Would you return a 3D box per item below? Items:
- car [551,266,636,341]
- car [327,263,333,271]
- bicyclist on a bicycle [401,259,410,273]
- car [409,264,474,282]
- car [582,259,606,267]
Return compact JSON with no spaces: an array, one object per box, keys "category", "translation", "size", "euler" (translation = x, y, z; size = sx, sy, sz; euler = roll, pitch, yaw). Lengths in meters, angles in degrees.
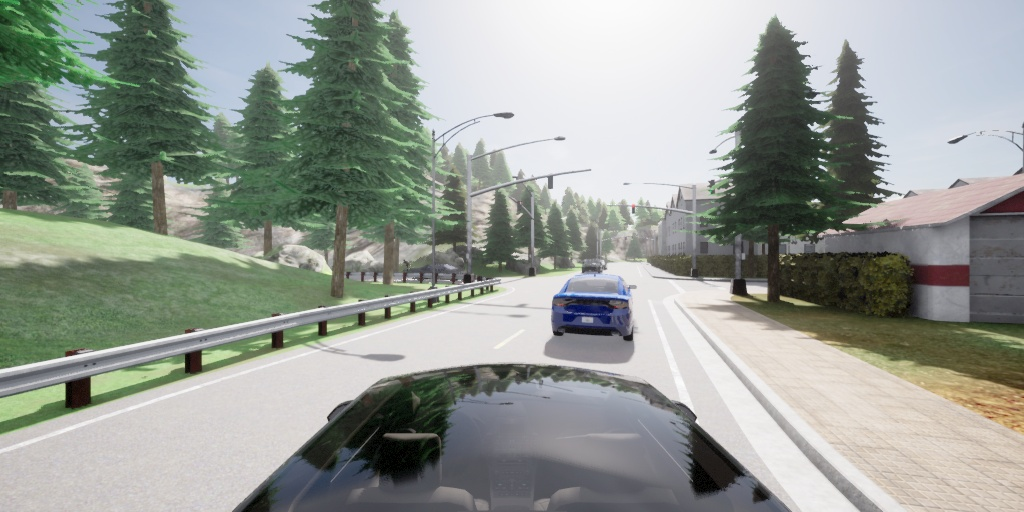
[{"category":"car","translation":[2.412,1.228,10.092],"size":[1.882,1.535,5.008],"euler":[0,0,18]},{"category":"car","translation":[-17.771,1.258,32.844],"size":[4.902,1.511,2.128],"euler":[0,0,18]},{"category":"bicyclist on a bicycle","translation":[-11.291,1.167,38.122],"size":[0.582,1.620,1.656],"euler":[-2,5,18]},{"category":"car","translation":[-5.692,1.313,28.831],"size":[5.357,1.411,2.033],"euler":[0,0,19]},{"category":"car","translation":[9.614,1.102,42.821],"size":[2.097,1.767,4.553],"euler":[0,0,19]}]
